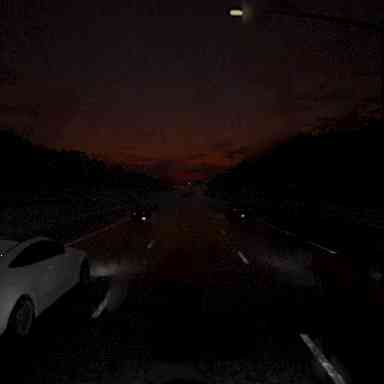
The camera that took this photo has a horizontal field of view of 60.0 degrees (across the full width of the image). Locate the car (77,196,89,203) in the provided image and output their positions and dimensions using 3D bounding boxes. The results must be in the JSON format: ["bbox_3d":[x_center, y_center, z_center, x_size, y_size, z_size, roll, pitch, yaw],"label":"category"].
[{"bbox_3d":[-21.025,1.570,66.043,2.033,1.411,5.357,0,0,0],"label":"car"}]

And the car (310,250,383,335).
[{"bbox_3d":[3.597,1.597,5.438,1.895,1.301,4.718,0,0,0],"label":"car"}]

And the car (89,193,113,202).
[{"bbox_3d":[-14.052,1.229,52.697,2.150,2.045,5.566,0,0,1],"label":"car"}]

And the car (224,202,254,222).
[{"bbox_3d":[3.590,1.479,25.883,2.128,1.511,4.902,0,0,0],"label":"car"}]

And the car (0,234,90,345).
[{"bbox_3d":[-3.403,1.521,6.251,1.812,1.442,4.674,0,0,0],"label":"car"}]

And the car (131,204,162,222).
[{"bbox_3d":[-3.410,1.588,25.791,1.895,1.301,4.718,0,0,0],"label":"car"}]
